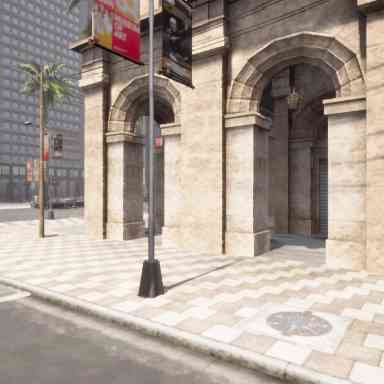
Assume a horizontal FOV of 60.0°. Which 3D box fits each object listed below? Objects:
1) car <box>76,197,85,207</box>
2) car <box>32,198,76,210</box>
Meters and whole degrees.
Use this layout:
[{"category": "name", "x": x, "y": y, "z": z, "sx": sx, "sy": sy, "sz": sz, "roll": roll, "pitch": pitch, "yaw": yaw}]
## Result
[{"category": "car", "x": -16.562, "y": 1.513, "z": 48.769, "sx": 2.161, "sy": 1.482, "sz": 4.786, "roll": 0, "pitch": 0, "yaw": 35}, {"category": "car", "x": -17.596, "y": 1.601, "z": 42.029, "sx": 1.895, "sy": 1.301, "sz": 4.718, "roll": 0, "pitch": 0, "yaw": 36}]
